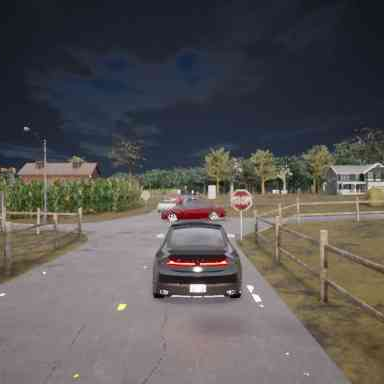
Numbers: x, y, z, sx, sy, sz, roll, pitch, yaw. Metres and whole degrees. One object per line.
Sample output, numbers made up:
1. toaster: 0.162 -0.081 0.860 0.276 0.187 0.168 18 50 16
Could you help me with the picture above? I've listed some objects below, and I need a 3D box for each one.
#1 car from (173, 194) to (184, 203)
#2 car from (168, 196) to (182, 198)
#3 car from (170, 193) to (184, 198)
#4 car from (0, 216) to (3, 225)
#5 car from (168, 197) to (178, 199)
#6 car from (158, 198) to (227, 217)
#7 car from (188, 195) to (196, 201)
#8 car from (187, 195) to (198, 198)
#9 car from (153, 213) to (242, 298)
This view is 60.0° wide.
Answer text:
1. car: -2.726 1.302 67.303 2.097 1.767 4.553 0 0 0
2. car: -2.815 1.570 47.582 1.895 1.301 4.718 0 0 0
3. car: -2.796 1.180 57.362 2.150 2.045 5.566 0 0 0
4. car: -15.519 1.919 22.591 4.718 1.301 1.895 -1 -2 -1
5. car: -2.832 1.581 37.992 1.895 1.301 4.718 0 0 0
6. car: 0.156 1.492 25.504 5.008 1.535 1.882 -2 -2 0
7. car: 0.054 1.490 80.735 1.994 1.385 4.181 0 0 0
8. car: 0.139 1.304 64.606 2.097 1.767 4.553 0 0 0
9. car: 0.104 1.508 8.491 1.837 1.490 4.892 0 0 0
